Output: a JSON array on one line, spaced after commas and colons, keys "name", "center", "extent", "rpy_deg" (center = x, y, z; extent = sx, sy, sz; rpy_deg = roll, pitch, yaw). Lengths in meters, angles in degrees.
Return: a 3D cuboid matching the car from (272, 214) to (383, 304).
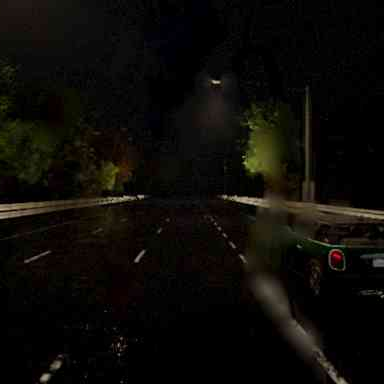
[{"name": "car", "center": [3.477, 1.329, 8.273], "extent": [2.097, 1.767, 4.553], "rpy_deg": [0, 0, 0]}]
